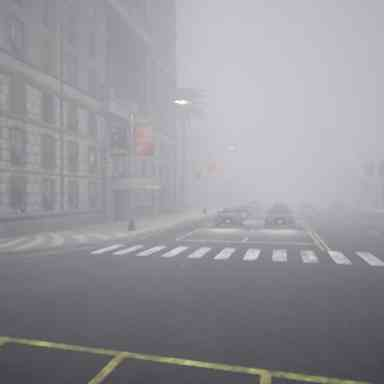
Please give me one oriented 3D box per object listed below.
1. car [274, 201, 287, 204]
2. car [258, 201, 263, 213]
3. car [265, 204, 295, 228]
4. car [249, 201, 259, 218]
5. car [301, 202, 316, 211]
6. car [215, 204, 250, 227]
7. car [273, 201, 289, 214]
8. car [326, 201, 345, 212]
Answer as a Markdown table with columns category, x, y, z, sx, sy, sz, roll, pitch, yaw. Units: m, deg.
| category | x | y | z | sx | sy | sz | roll | pitch | yaw |
| --- | --- | --- | --- | --- | --- | --- | --- | --- | --- |
| car | 8.608 | 1.813 | 32.393 | 1.837 | 1.490 | 4.892 | -1 | -1 | 15 |
| car | 8.426 | 1.960 | 44.744 | 1.837 | 1.490 | 4.892 | -1 | -1 | 16 |
| car | 6.320 | 1.793 | 23.911 | 1.994 | 1.385 | 4.181 | -1 | -1 | 15 |
| car | 5.609 | 1.964 | 34.688 | 1.895 | 1.301 | 4.718 | -1 | -1 | 15 |
| car | 16.584 | 2.014 | 47.622 | 1.895 | 1.301 | 4.718 | -1 | -1 | 16 |
| car | 2.979 | 1.837 | 24.969 | 1.994 | 1.385 | 4.181 | -1 | -1 | 15 |
| car | 11.309 | 1.923 | 42.083 | 1.812 | 1.442 | 4.674 | -1 | -1 | 16 |
| car | 19.593 | 1.907 | 45.431 | 2.033 | 1.411 | 5.357 | -1 | -1 | 16 |
